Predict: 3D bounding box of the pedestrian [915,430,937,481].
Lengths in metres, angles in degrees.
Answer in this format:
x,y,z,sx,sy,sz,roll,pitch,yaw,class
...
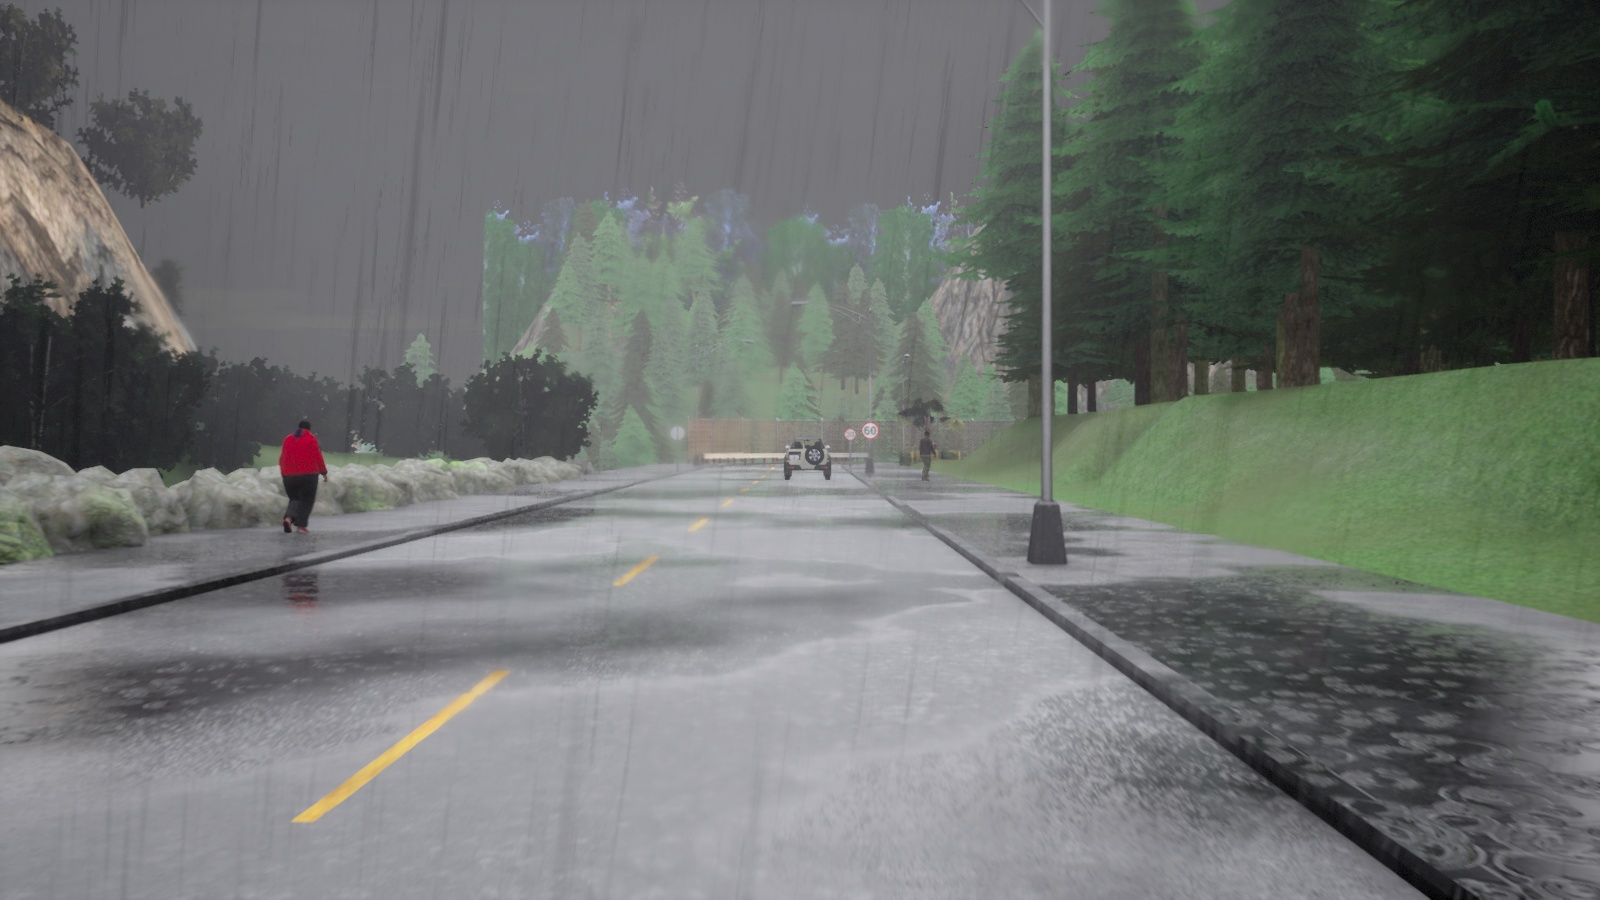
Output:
x,y,z,sx,sy,sz,roll,pitch,yaw,class
4.563,0.204,45.461,0.431,1.840,0.703,0,0,41,pedestrian

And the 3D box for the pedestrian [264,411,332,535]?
x,y,z,sx,sy,sz,roll,pitch,yaw,class
-7.644,0.342,19.155,0.634,1.844,0.899,0,0,3,pedestrian

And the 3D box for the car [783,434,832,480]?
x,y,z,sx,sy,sz,roll,pitch,yaw,class
0.316,0.268,52.251,1.932,1.855,4.605,0,0,0,car
